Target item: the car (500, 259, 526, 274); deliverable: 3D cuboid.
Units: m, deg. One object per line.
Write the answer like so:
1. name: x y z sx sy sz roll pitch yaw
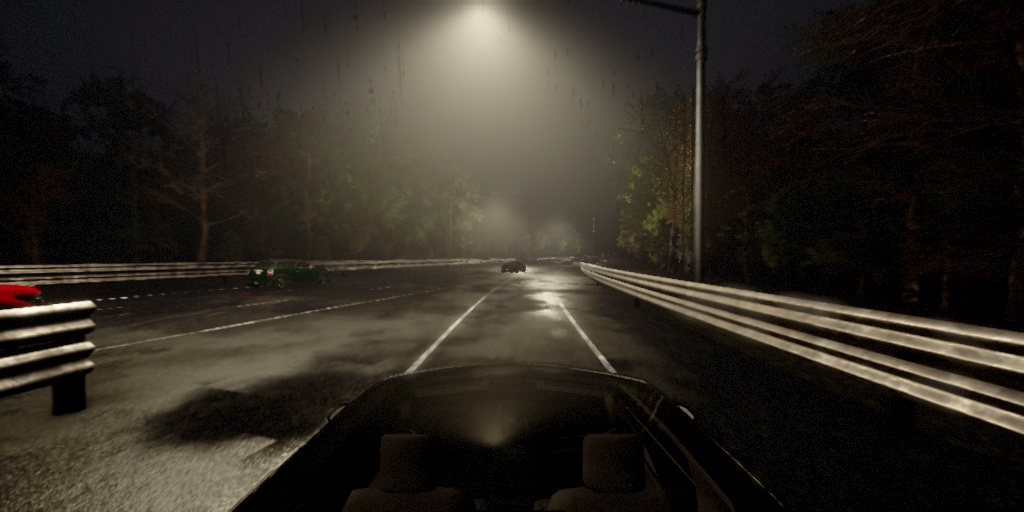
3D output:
1. car: 0.211 1.236 40.490 1.812 1.442 4.674 1 0 18

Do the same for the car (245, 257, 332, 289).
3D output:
1. car: -13.232 0.945 21.637 2.097 1.767 4.553 1 0 18

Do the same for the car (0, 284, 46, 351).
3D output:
1. car: -11.174 0.897 5.247 2.150 2.045 5.566 1 0 18
